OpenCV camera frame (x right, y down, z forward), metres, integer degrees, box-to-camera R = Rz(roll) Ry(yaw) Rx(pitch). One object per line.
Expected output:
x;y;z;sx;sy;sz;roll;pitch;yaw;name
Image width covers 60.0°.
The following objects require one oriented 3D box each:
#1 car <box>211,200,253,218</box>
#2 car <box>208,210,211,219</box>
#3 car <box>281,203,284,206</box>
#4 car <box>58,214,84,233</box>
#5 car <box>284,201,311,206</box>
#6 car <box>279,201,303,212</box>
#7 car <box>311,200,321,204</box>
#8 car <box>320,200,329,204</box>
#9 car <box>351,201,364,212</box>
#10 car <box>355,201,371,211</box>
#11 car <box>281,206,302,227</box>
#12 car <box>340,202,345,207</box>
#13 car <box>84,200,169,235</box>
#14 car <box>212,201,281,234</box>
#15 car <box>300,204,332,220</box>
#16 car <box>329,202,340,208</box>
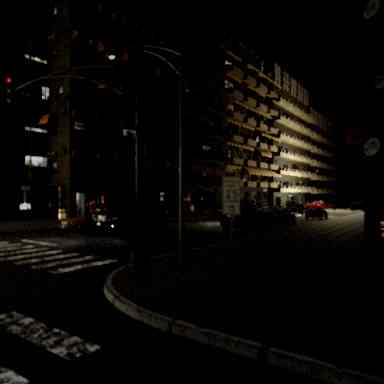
4.519;1.796;33.272;2.150;2.045;5.566;0;-1;35;car
3.377;2.158;36.192;1.887;1.381;4.507;-1;-2;35;car
13.003;2.440;49.986;1.752;1.417;4.829;-1;-2;35;car
-6.445;1.827;22.120;1.752;1.417;4.829;-1;-2;35;car
15.585;2.461;48.962;1.837;1.490;4.892;0;-1;35;car
16.341;2.334;54.775;2.192;1.841;5.009;-1;-2;35;car
22.825;2.764;64.059;1.887;1.381;4.507;-1;-2;35;car
26.065;2.634;68.708;2.192;1.841;5.009;-1;-2;35;car
29.702;2.519;59.336;2.192;1.841;5.009;-1;-2;35;car
32.944;2.618;63.981;2.192;1.841;5.009;-1;-2;35;car
7.016;2.040;26.821;1.887;1.381;4.507;-1;-2;35;car
39.033;3.276;87.281;1.947;1.339;4.313;-1;-2;35;car
-3.780;1.535;21.391;2.150;2.045;5.566;0;-1;35;car
3.773;1.708;22.183;2.192;1.841;5.009;-1;-2;35;car
13.498;2.281;36.108;1.802;1.307;4.206;-1;-2;35;car
32.549;3.061;77.991;1.887;1.381;4.507;-1;-2;35;car
